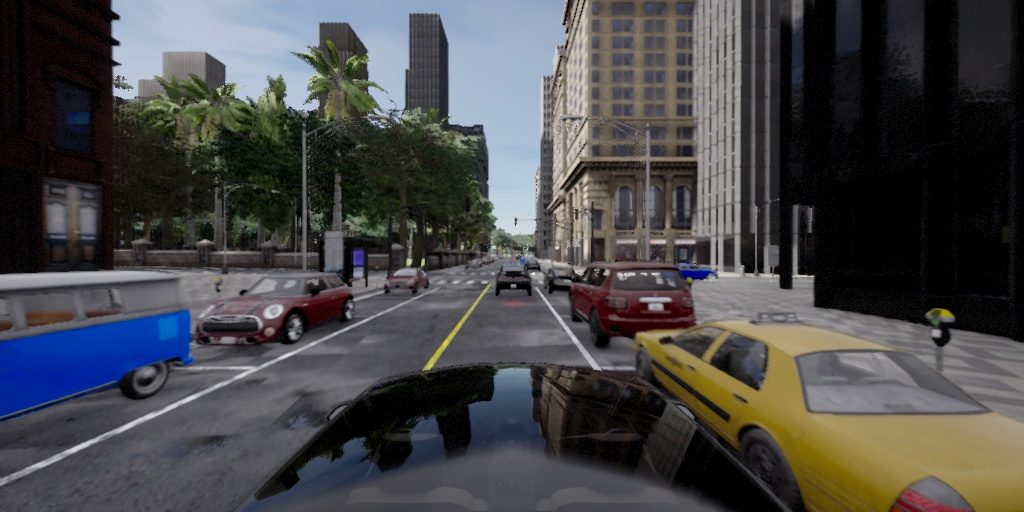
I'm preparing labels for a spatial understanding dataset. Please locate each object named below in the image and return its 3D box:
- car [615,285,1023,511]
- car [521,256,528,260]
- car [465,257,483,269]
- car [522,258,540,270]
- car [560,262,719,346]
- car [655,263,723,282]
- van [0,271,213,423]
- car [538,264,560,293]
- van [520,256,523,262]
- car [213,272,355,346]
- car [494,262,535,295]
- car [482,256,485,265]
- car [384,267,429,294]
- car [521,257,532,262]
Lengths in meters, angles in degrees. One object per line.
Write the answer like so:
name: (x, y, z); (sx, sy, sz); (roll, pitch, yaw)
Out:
car: (2.762, 1.272, 4.006); (1.751, 1.417, 4.829); (0, 0, 0)
car: (2.723, 1.174, 57.560); (1.751, 1.417, 4.829); (0, 0, 0)
car: (-5.798, 1.213, 51.983); (2.007, 1.370, 4.403); (0, 0, 0)
car: (2.731, 1.237, 46.549); (1.948, 1.339, 4.313); (0, 0, 0)
car: (2.758, 1.053, 9.261); (2.192, 1.841, 5.009); (0, 0, 0)
car: (15.518, 1.445, 31.654); (5.008, 1.535, 1.882); (1, 0, 1)
van: (-5.763, 1.090, 3.844); (1.690, 1.789, 3.998); (0, 0, 0)
car: (2.750, 1.287, 20.112); (1.948, 1.339, 4.313); (0, 0, 0)
van: (2.720, 0.977, 62.810); (1.690, 1.789, 3.998); (0, 0, 0)
car: (-5.767, 1.181, 9.271); (1.967, 1.591, 4.097); (0, 0, 0)
car: (0.078, 1.223, 19.440); (1.837, 1.490, 4.892); (0, -1, 0)
car: (-5.802, 1.091, 57.403); (1.967, 1.591, 4.097); (0, 0, 0)
car: (-5.775, 1.306, 20.123); (1.802, 1.307, 4.207); (0, 0, 0)
car: (2.727, 1.226, 51.969); (1.948, 1.339, 4.313); (0, 0, 0)
